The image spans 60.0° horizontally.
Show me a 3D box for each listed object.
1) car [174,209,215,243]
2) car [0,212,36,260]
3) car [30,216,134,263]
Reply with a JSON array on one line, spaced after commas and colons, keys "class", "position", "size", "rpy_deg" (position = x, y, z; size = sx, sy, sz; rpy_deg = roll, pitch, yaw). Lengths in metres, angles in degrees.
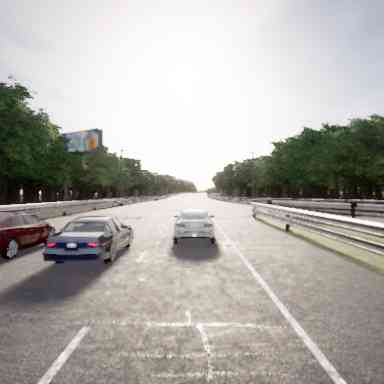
[{"class": "car", "position": [0.102, 1.548, 16.065], "size": [1.812, 1.442, 4.674], "rpy_deg": [0, 0, 0]}, {"class": "car", "position": [-6.898, 1.492, 12.517], "size": [1.882, 1.535, 5.008], "rpy_deg": [0, 0, 0]}, {"class": "car", "position": [-3.399, 1.561, 11.903], "size": [2.033, 1.411, 5.357], "rpy_deg": [0, 0, 0]}]
